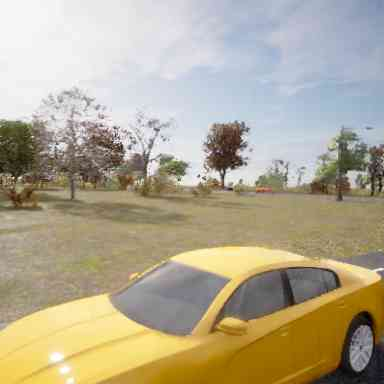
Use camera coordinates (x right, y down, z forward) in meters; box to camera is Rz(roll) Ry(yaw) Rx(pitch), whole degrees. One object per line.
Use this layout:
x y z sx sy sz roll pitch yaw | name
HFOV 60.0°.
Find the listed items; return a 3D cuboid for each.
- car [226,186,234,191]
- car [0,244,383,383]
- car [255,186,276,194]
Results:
10.015 -0.756 77.915 1.895 1.301 4.718 0 2 -34 | car
0.352 1.462 3.965 5.008 1.535 1.882 0 0 -35 | car
15.432 -0.538 69.921 2.097 1.767 4.553 0 2 -34 | car
